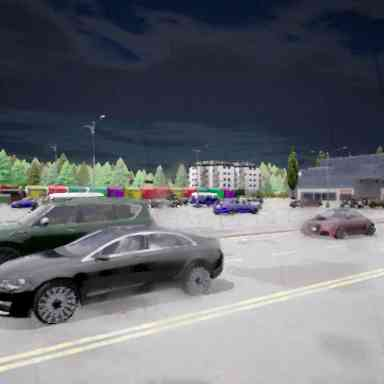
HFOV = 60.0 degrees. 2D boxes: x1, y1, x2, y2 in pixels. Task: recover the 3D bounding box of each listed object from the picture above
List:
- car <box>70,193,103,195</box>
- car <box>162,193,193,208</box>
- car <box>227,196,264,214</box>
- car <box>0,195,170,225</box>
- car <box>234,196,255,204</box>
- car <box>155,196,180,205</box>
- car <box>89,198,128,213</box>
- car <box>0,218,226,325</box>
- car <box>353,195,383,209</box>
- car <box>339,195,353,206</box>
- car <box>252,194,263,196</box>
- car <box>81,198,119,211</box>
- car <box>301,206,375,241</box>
[{"bbox_3d":[-12.288,1.207,41.360,4.605,1.855,1.932,0,0,-33],"label":"car"},{"bbox_3d":[-2.672,1.269,54.212,4.605,1.855,1.932,0,0,-33],"label":"car"},{"bbox_3d":[6.597,1.510,40.083,3.806,1.475,1.970,0,0,-33],"label":"car"},{"bbox_3d":[-3.703,1.231,9.922,5.566,2.045,2.150,0,0,-33],"label":"car"},{"bbox_3d":[10.450,1.583,66.196,3.806,1.475,1.970,0,0,-33],"label":"car"},{"bbox_3d":[-4.195,1.480,56.676,3.905,1.438,1.784,0,0,-33],"label":"car"},{"bbox_3d":[-9.212,1.449,36.706,3.806,1.475,1.970,0,0,-33],"label":"car"},{"bbox_3d":[-1.527,1.502,7.167,4.902,1.511,2.128,0,0,-33],"label":"car"},{"bbox_3d":[24.254,1.338,44.859,4.605,1.855,1.932,0,0,-33],"label":"car"},{"bbox_3d":[22.725,1.341,47.317,3.866,1.878,1.905,0,0,-33],"label":"car"},{"bbox_3d":[12.017,1.343,63.762,3.866,1.878,1.905,0,0,-33],"label":"car"},{"bbox_3d":[-10.787,1.418,39.135,3.905,1.438,1.784,0,0,-33],"label":"car"},{"bbox_3d":[7.606,1.628,17.313,4.181,1.385,1.994,0,0,-33],"label":"car"}]
